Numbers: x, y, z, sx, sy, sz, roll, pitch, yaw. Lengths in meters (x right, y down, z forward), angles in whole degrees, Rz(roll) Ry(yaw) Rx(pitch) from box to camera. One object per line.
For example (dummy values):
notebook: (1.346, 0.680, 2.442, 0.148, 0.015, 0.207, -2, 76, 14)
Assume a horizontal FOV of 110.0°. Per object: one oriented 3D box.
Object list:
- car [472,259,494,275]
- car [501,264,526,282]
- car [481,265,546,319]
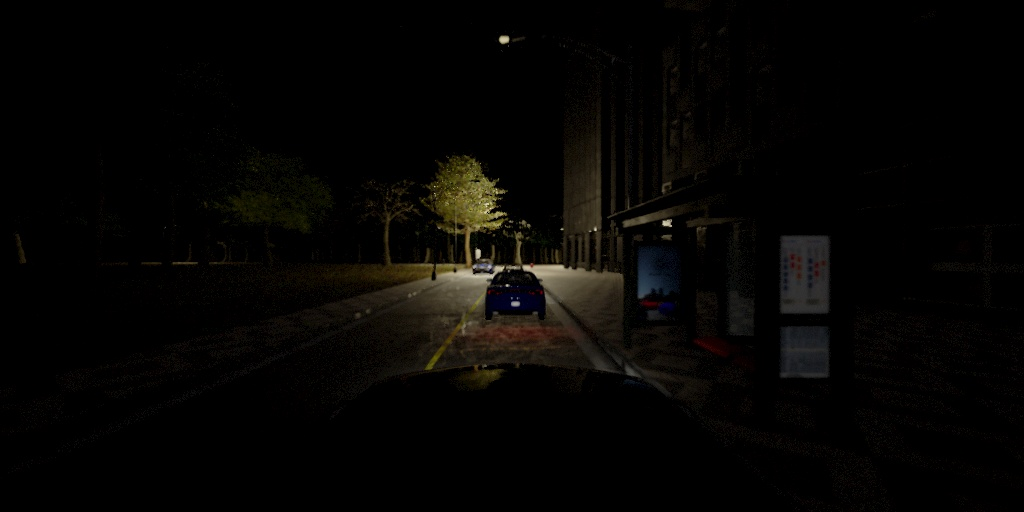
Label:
car: (-3.088, 1.138, 39.245, 2.097, 1.767, 4.553, 0, 0, 0)
car: (0.096, 1.382, 29.858, 1.895, 1.301, 4.718, 0, 0, 0)
car: (0.102, 1.242, 12.868, 1.882, 1.535, 5.008, 0, 0, 0)
